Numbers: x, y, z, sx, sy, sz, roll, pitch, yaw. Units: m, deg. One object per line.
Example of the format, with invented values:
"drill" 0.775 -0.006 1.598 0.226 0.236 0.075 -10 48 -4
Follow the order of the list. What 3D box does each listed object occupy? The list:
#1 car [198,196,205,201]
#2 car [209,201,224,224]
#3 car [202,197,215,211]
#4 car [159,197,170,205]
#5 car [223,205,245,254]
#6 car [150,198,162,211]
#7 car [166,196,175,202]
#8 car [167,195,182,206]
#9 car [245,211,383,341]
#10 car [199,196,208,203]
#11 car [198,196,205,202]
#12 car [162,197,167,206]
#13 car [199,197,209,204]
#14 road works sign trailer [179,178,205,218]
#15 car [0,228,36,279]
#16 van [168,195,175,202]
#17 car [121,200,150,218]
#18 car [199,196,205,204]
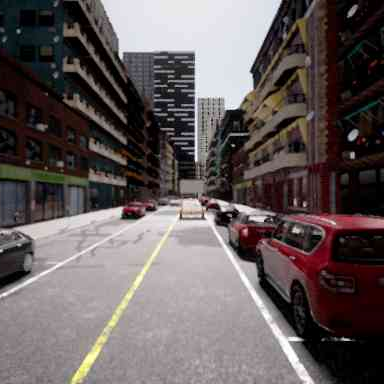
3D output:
"car" 2.566 1.898 93.277 1.802 1.307 4.206 0 0 0
"car" 2.571 1.632 25.003 1.947 1.339 4.313 1 0 0
"car" 2.570 1.701 42.071 1.802 1.307 4.206 1 0 0
"car" -5.312 1.724 64.650 1.752 1.417 4.829 1 0 0
"car" 2.573 1.475 13.624 1.967 1.590 4.097 1 0 0
"car" -5.310 1.664 42.059 1.887 1.381 4.507 1 0 0
"car" -5.313 1.811 81.889 1.887 1.381 4.507 1 0 0
"car" -2.814 1.697 57.118 1.812 1.442 4.674 0 0 0
"car" 2.607 1.332 6.501 2.192 1.841 5.009 1 0 0
"car" 2.568 1.769 76.380 1.752 1.417 4.829 0 0 0
"car" 2.567 1.817 87.758 1.752 1.417 4.829 0 0 0
"car" -5.312 1.730 59.129 2.008 1.369 4.403 1 0 0
"car" 2.568 1.766 70.520 1.887 1.381 4.507 1 0 0
"road works sign trailer" -0.001 0.547 30.685 2.380 3.560 2.880 0 0 0
"car" -5.324 1.571 7.923 2.008 1.369 4.403 1 0 0
"van" -5.312 1.632 87.578 1.690 1.788 3.998 1 0 0
"car" -5.309 1.628 30.681 1.887 1.381 4.507 1 0 0
"car" 2.569 1.761 59.141 1.802 1.307 4.206 1 0 0
